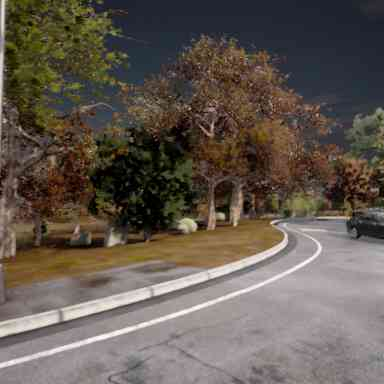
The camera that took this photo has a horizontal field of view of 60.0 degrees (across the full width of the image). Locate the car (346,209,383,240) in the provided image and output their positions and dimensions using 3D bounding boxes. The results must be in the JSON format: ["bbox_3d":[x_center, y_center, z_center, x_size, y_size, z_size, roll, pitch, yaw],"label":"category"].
[{"bbox_3d":[10.208,1.873,17.371,1.837,1.490,4.892,1,-1,-13],"label":"car"}]
